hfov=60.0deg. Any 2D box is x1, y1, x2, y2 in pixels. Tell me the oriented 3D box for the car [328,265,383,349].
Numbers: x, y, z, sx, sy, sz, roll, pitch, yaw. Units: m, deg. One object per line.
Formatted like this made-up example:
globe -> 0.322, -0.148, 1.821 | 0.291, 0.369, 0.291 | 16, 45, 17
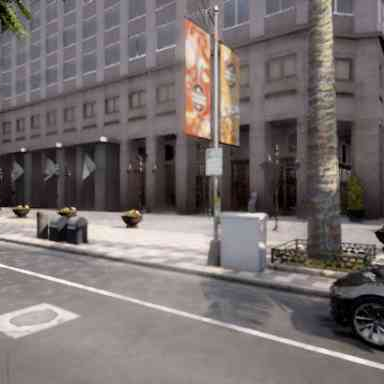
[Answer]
car -> 4.463, 1.513, 4.605 | 4.786, 1.482, 2.161 | 0, 0, 35
